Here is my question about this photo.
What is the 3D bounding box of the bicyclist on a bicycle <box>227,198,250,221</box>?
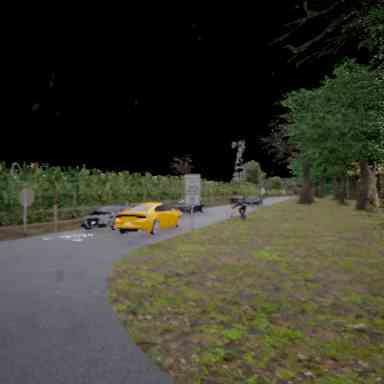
[{"bbox_3d":[3.279,1.249,23.365,1.656,1.620,0.582,0,0,20],"label":"bicyclist on a bicycle"}]

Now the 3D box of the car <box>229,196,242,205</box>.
[{"bbox_3d":[7.114,1.279,51.209,2.033,1.411,5.357,-1,0,20],"label":"car"}]

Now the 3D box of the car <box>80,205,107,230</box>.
[{"bbox_3d":[-4.547,1.427,19.359,1.994,1.385,4.181,-1,0,20],"label":"car"}]

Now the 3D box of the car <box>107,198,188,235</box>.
[{"bbox_3d":[-2.120,1.312,17.616,1.882,1.535,5.008,-1,0,20],"label":"car"}]

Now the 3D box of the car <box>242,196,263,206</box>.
[{"bbox_3d":[8.994,1.309,48.117,1.895,1.301,4.718,-1,0,20],"label":"car"}]

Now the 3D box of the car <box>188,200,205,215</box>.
[{"bbox_3d":[-0.293,1.290,31.058,1.882,1.535,5.008,-1,0,20],"label":"car"}]
